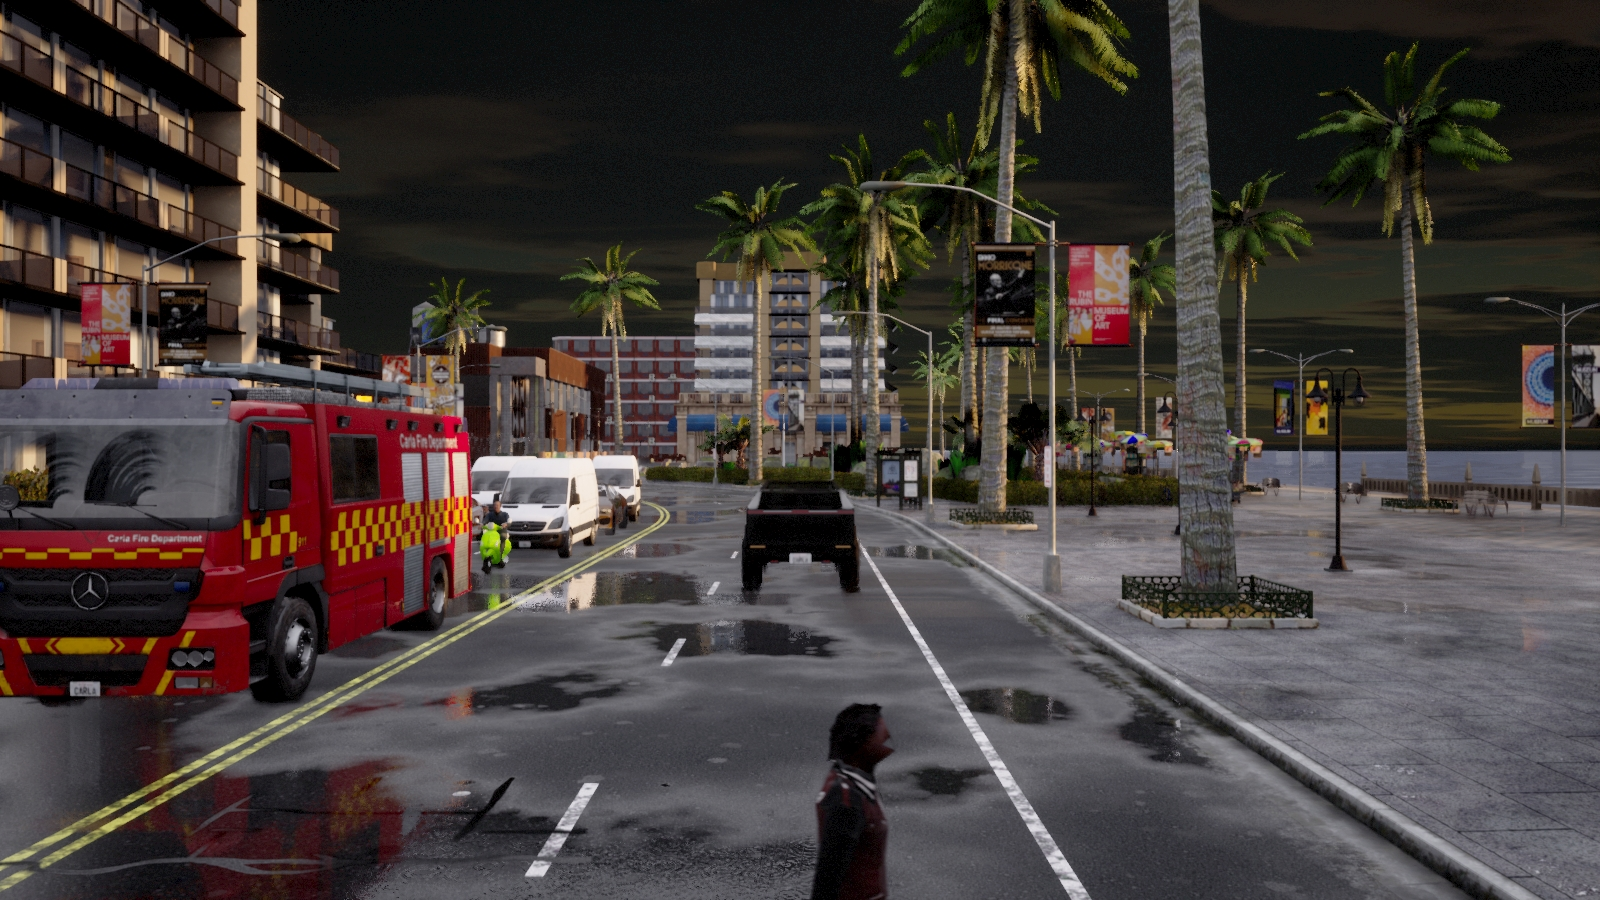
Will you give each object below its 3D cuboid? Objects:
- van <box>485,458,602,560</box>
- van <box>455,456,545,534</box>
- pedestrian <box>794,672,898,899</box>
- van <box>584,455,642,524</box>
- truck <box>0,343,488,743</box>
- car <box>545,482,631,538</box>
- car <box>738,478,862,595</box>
[{"bbox_3d":[-7.029,1.522,31.996,1.988,2.561,5.915,0,0,-1],"label":"van"},{"bbox_3d":[-10.708,1.518,41.272,1.988,2.561,5.915,0,0,-3],"label":"van"},{"bbox_3d":[0.174,1.847,4.516,0.375,1.860,0.375,0,0,-3],"label":"pedestrian"},{"bbox_3d":[-7.527,1.517,46.343,1.988,2.561,5.915,0,0,-6],"label":"van"},{"bbox_3d":[-6.744,0.884,15.168,2.891,3.827,8.468,0,0,0],"label":"truck"},{"bbox_3d":[-7.153,1.977,39.033,2.152,1.651,5.027,0,0,-2],"label":"car"},{"bbox_3d":[0.009,1.743,25.172,2.390,2.098,6.274,0,0,0],"label":"car"}]
